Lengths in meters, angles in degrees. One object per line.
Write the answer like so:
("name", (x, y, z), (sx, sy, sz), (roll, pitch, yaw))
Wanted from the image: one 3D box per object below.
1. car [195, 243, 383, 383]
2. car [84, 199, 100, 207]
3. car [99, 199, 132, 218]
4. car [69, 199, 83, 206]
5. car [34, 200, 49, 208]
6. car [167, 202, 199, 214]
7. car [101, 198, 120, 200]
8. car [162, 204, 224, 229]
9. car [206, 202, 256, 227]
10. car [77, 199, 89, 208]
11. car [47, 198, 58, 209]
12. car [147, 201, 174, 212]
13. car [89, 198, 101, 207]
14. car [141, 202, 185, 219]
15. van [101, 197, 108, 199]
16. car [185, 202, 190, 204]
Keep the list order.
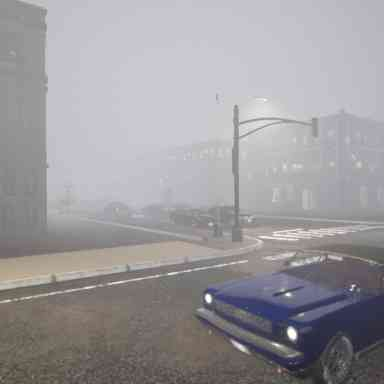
("car", (2.394, 1.600, 5.389), (4.718, 1.301, 1.895), (0, 0, -35))
("car", (-20.311, 2.227, 67.388), (1.887, 1.381, 4.507), (-1, 0, -35))
("car", (-7.929, 1.846, 35.451), (1.967, 1.590, 4.097), (-1, 0, -35))
("car", (-26.717, 2.363, 76.417), (1.947, 1.339, 4.313), (-1, 0, -35))
("car", (-30.348, 2.375, 67.052), (2.008, 1.369, 4.403), (-1, 0, -35))
("car", (-1.093, 1.903, 40.303), (1.802, 1.307, 4.206), (-2, 0, -35))
("car", (-9.254, 1.938, 41.827), (2.128, 1.511, 4.902), (-1, 0, -35))
("car", (0.004, 1.814, 24.064), (1.947, 1.339, 4.313), (-1, 0, -35))
("car", (2.685, 1.737, 24.990), (1.812, 1.442, 4.674), (-1, 0, -33))
("car", (-20.211, 2.194, 62.801), (1.812, 1.442, 4.674), (-1, 0, -35))
("car", (-23.844, 2.232, 57.884), (1.752, 1.417, 4.829), (-1, 0, -35))
("car", (-4.295, 1.965, 44.817), (1.802, 1.307, 4.206), (-2, 0, -35))
("car", (-17.114, 1.939, 62.873), (2.192, 1.841, 5.009), (-1, 0, -35))
("car", (-3.260, 1.877, 33.360), (2.033, 1.411, 5.357), (-1, 0, -36))
("van", (-13.910, 1.906, 58.359), (1.690, 1.788, 3.998), (-1, 0, -35))
("car", (-1.665, 1.881, 36.640), (1.994, 1.385, 4.181), (-1, 0, -35))
